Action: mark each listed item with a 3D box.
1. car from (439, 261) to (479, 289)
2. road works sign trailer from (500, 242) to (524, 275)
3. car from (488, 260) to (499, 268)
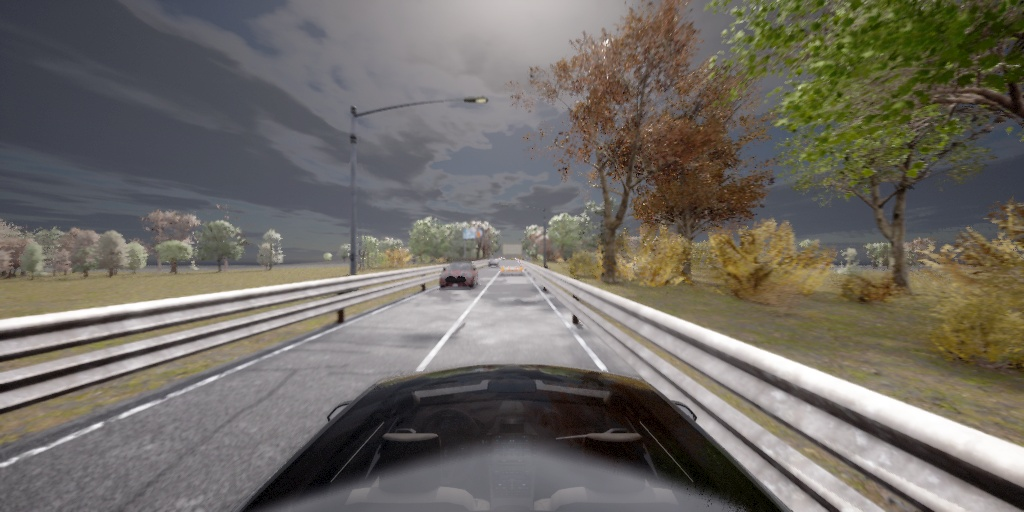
[{"bbox_3d":[-3.340,1.127,23.421,2.097,1.767,4.553,0,0,0],"label":"car"},{"bbox_3d":[0.017,0.261,40.157,2.380,3.560,2.880,0,0,0],"label":"road works sign trailer"},{"bbox_3d":[-3.250,1.373,64.210,2.033,1.411,5.357,0,0,0],"label":"car"}]
